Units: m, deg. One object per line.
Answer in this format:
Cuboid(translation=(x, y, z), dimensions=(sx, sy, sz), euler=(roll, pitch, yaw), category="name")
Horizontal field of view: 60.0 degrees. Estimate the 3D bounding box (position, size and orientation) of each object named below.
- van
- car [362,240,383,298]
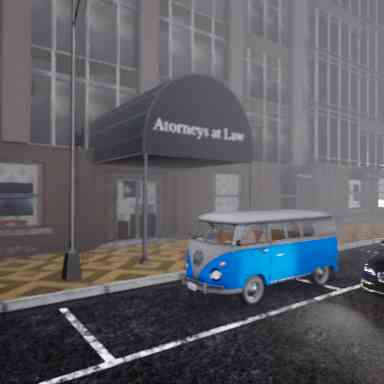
Cuboid(translation=(1.719, 1.336, 7.774), dimensions=(3.998, 1.788, 1.690), euler=(0, 1, -35), category="van")
Cuboid(translation=(5.718, 1.496, 7.456), dimensions=(4.892, 1.490, 1.837), euler=(0, 0, -35), category="car")
